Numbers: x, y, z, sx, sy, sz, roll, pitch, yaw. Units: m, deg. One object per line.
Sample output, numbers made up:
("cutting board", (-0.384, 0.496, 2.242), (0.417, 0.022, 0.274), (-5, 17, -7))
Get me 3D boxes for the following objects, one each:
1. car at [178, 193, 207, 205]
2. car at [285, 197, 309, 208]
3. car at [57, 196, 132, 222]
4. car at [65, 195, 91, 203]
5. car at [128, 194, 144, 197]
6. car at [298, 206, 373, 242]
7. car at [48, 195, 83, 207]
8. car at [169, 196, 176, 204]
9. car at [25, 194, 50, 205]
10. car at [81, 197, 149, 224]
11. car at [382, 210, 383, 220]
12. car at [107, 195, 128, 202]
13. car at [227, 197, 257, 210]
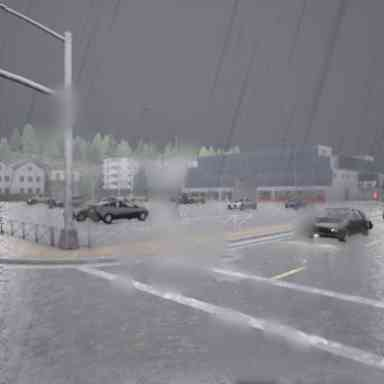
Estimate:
("car", (0.262, 1.126, 55.516), (4.605, 1.855, 1.932), (0, 0, -45))
("car", (13.254, 1.335, 42.227), (3.633, 1.501, 1.845), (0, 0, -45))
("car", (-7.468, 1.379, 26.075), (5.027, 1.636, 2.152), (0, 0, -45))
("car", (-23.420, 1.445, 68.335), (4.514, 1.523, 2.007), (0, 0, -45))
("car", (-11.088, 1.242, 66.372), (5.027, 1.636, 2.152), (0, 0, -45))
("car", (7.317, 1.521, 16.508), (2.033, 1.411, 5.357), (0, 0, 45))
("car", (-17.371, 1.405, 47.013), (4.514, 1.523, 2.007), (0, 0, -45))
("car", (-2.077, 1.118, 57.289), (3.866, 1.878, 1.905), (0, 0, -45))
("car", (-25.639, 1.248, 56.357), (4.605, 1.855, 1.932), (0, 0, -45))
("car", (-5.222, 1.376, 23.885), (4.514, 1.523, 2.007), (0, 0, -45))
("car", (16.088, 1.430, 25.361), (2.128, 1.511, 4.902), (0, 0, 45))
("car", (-15.837, 1.345, 70.700), (3.806, 1.475, 1.970), (0, 0, -45))
("car", (5.887, 1.378, 39.116), (3.806, 1.475, 1.970), (0, 0, -45))
